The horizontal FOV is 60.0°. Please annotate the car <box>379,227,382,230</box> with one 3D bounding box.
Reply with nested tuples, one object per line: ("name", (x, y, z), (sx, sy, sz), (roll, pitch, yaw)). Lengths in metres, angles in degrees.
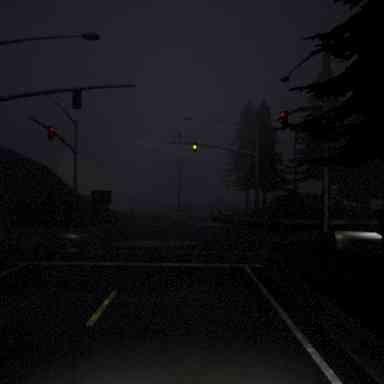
("car", (14.425, 2.073, 21.310), (4.181, 1.385, 1.994), (0, -1, 0))
